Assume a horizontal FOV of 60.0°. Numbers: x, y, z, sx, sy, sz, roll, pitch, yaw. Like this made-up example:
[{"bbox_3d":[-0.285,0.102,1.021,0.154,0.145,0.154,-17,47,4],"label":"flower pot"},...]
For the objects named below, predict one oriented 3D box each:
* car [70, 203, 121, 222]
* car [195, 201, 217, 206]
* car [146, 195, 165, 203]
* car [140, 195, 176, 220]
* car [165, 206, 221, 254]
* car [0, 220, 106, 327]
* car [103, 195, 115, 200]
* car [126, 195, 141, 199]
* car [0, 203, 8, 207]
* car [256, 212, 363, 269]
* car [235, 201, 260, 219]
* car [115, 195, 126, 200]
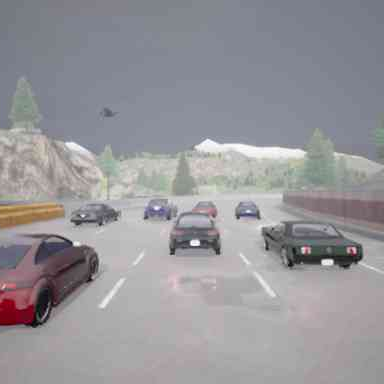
[{"bbox_3d":[-6.442,1.490,22.762,2.033,1.411,5.357,0,0,4],"label":"car"},{"bbox_3d":[1.173,1.489,28.362,1.994,1.385,4.181,0,0,7],"label":"car"},{"bbox_3d":[-7.325,1.319,66.850,1.837,1.490,4.892,0,1,21],"label":"car"},{"bbox_3d":[-2.456,1.281,27.361,2.097,1.767,4.553,0,0,6],"label":"car"},{"bbox_3d":[0.132,1.491,13.140,1.812,1.442,4.674,0,0,1],"label":"car"},{"bbox_3d":[-3.410,1.547,6.984,1.994,1.385,4.181,0,0,0],"label":"car"},{"bbox_3d":[-17.036,1.345,70.856,1.812,1.442,4.674,0,0,21],"label":"car"},{"bbox_3d":[-10.607,1.356,68.075,2.033,1.411,5.357,0,0,21],"label":"car"},{"bbox_3d":[-16.808,1.483,26.901,2.033,1.411,5.357,0,0,5],"label":"car"},{"bbox_3d":[3.608,1.570,11.023,1.895,1.301,4.718,0,0,0],"label":"car"},{"bbox_3d":[4.686,1.488,28.284,1.994,1.385,4.181,0,0,7],"label":"car"},{"bbox_3d":[-13.670,1.357,69.845,1.994,1.385,4.181,0,0,21],"label":"car"}]
